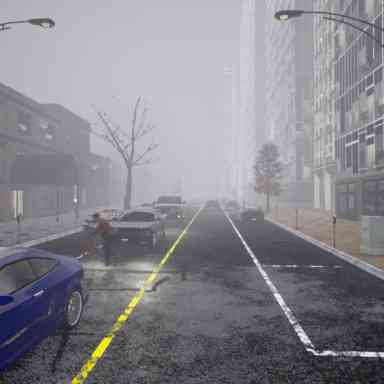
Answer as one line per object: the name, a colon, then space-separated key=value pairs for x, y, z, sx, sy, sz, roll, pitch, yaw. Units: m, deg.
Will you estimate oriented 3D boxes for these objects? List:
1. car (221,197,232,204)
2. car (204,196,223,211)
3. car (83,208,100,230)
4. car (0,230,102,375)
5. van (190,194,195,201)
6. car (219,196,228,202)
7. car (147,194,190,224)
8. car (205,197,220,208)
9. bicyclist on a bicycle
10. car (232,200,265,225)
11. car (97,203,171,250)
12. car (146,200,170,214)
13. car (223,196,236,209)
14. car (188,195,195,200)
car: x=6.545 y=1.593 z=63.414 sx=1.947 sy=1.339 sz=4.313 roll=1 pitch=0 yaw=4
car: x=2.543 y=1.521 z=40.889 sx=1.837 sy=1.490 sz=4.892 roll=0 pitch=0 yaw=4
car: x=-4.740 y=1.557 z=18.933 sx=2.008 sy=1.369 sz=4.403 roll=1 pitch=0 yaw=4
car: x=-2.932 y=1.527 z=4.251 sx=1.812 sy=1.442 sz=4.674 roll=0 pitch=0 yaw=5
van: x=-0.414 y=1.381 z=86.522 sx=1.690 sy=1.788 sz=3.998 roll=1 pitch=0 yaw=4
car: x=7.593 y=1.603 z=80.314 sx=1.947 sy=1.339 sz=4.313 roll=1 pitch=0 yaw=4
car: x=-1.626 y=1.230 z=25.223 sx=2.150 sy=2.045 sz=5.566 roll=0 pitch=0 yaw=4
car: x=3.163 y=1.512 z=50.957 sx=2.128 sy=1.511 sz=4.902 roll=0 pitch=0 yaw=4
bicyclist on a bicycle: x=-2.675 y=1.458 z=9.942 sx=1.656 sy=1.620 sz=0.582 roll=-2 pitch=0 yaw=3
car: x=4.202 y=1.559 z=23.976 sx=2.008 sy=1.369 sz=4.403 roll=1 pitch=0 yaw=4
car: x=-2.289 y=1.482 z=14.676 sx=1.882 sy=1.535 sz=5.008 roll=0 pitch=0 yaw=4
car: x=-3.597 y=1.595 z=35.827 sx=1.802 sy=1.307 sz=4.206 roll=1 pitch=0 yaw=4
car: x=5.497 y=1.564 z=46.514 sx=1.887 sy=1.381 sz=4.507 roll=1 pitch=0 yaw=4
car: x=-0.069 y=1.625 z=92.156 sx=1.802 sy=1.307 sz=4.206 roll=1 pitch=0 yaw=4
